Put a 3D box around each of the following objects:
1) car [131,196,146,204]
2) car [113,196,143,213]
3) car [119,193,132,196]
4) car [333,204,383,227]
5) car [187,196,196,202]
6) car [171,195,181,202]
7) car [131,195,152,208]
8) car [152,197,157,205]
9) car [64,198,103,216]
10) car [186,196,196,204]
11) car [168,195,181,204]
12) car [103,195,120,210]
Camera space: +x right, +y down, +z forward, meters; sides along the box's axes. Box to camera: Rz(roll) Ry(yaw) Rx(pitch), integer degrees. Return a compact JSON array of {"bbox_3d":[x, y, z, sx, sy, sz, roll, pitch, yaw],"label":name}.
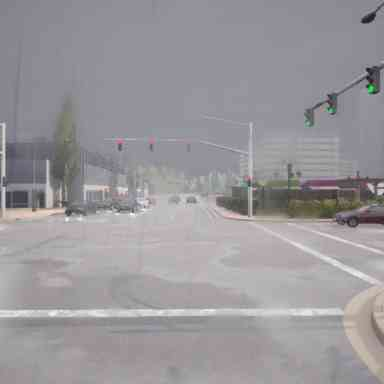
[{"bbox_3d":[-10.646,1.547,66.426,2.033,1.411,5.357,0,0,1],"label":"car"},{"bbox_3d":[-7.175,1.505,37.651,1.837,1.490,4.892,0,0,0],"label":"car"},{"bbox_3d":[-10.697,1.221,52.717,2.150,2.045,5.566,0,0,0],"label":"car"},{"bbox_3d":[11.762,1.526,21.899,4.674,1.442,1.812,0,0,1],"label":"car"},{"bbox_3d":[-0.149,1.468,74.848,1.895,1.301,4.718,0,0,0],"label":"car"},{"bbox_3d":[-3.649,1.425,74.809,1.994,1.385,4.181,0,0,0],"label":"car"},{"bbox_3d":[-7.187,1.526,46.837,1.812,1.442,4.674,0,0,0],"label":"car"},{"bbox_3d":[-7.195,1.564,56.797,1.994,1.385,4.181,0,0,0],"label":"car"},{"bbox_3d":[-10.665,1.547,32.557,2.033,1.411,5.357,0,0,0],"label":"car"},{"bbox_3d":[-0.129,1.491,64.543,2.128,1.511,4.902,0,0,0],"label":"car"},{"bbox_3d":[-3.629,1.547,64.536,2.033,1.411,5.357,0,0,0],"label":"car"},{"bbox_3d":[-10.683,1.505,42.113,1.837,1.490,4.892,0,0,0],"label":"car"}]
